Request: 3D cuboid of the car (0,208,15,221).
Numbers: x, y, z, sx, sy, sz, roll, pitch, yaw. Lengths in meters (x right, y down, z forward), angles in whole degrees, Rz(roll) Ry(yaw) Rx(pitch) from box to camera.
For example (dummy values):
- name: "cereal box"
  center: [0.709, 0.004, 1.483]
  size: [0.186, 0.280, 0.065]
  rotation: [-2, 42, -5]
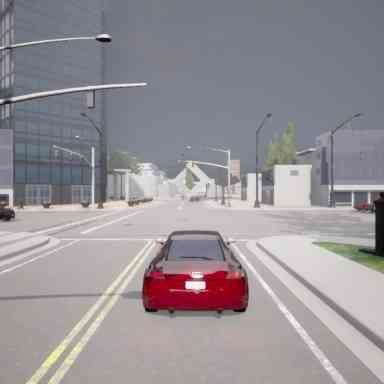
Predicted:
- name: "car"
  center: [-16.602, 1.587, 26.151]
  size: [5.008, 1.535, 1.882]
  rotation: [-1, 0, 0]

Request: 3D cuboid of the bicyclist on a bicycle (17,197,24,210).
- name: "bicyclist on a bicycle"
  center: [-21.982, 1.466, 42.585]
  size: [0.582, 1.620, 1.656]
  rotation: [-1, 0, 0]

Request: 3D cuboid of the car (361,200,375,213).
- name: "car"
  center: [20.214, 1.553, 33.644]
  size: [4.718, 1.301, 1.895]
  rotation: [0, 0, 0]

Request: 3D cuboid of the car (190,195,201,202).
- name: "car"
  center: [0.772, 1.524, 77.317]
  size: [1.812, 1.442, 4.674]
  rotation: [0, 0, 12]

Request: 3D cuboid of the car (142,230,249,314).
- name: "car"
  center: [0.074, 1.564, 7.695]
  size: [1.994, 1.385, 4.181]
  rotation: [0, 0, 0]

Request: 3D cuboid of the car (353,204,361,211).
- name: "car"
  center: [20.656, 1.553, 37.139]
  size: [4.718, 1.301, 1.895]
  rotation: [0, 0, 0]
